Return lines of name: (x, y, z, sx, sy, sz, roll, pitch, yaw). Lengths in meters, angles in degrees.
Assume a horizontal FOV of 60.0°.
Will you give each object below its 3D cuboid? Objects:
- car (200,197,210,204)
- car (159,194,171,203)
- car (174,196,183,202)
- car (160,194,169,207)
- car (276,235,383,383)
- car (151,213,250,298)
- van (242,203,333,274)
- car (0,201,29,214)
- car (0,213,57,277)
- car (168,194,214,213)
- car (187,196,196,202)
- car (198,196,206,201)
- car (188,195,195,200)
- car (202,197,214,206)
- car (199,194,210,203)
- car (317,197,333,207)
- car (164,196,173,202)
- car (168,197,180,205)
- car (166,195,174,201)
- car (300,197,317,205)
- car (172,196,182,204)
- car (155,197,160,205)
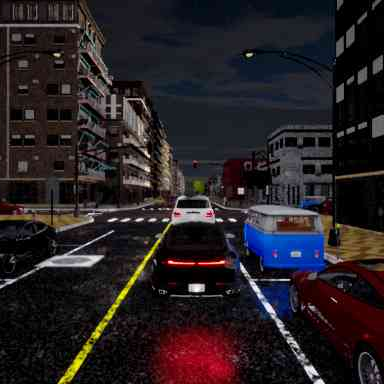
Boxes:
car: (2.577, 1.634, 66.173, 1.802, 1.307, 4.206, 0, 0, 0)
car: (-5.813, 1.376, 71.697, 2.192, 1.841, 5.009, 0, 0, 0)
car: (-3.138, 1.624, 78.180, 1.994, 1.385, 4.181, 0, 0, 0)
car: (-3.187, 1.383, 50.165, 2.097, 1.767, 4.553, 0, 0, 0)
car: (2.652, 1.582, 4.619, 1.802, 1.307, 4.206, 0, 0, 0)
car: (0.083, 1.506, 8.491, 1.837, 1.490, 4.892, 0, 0, 0)
van: (2.643, 1.343, 10.308, 1.690, 1.788, 3.998, 0, 0, 0)
car: (-17.520, 1.535, 31.084, 4.206, 1.307, 1.802, 0, 0, 0)
car: (-5.705, 1.567, 10.319, 1.947, 1.339, 4.313, 0, 0, 0)
car: (0.057, 1.225, 18.491, 2.150, 2.045, 5.566, 0, 0, 0)
car: (-0.143, 1.618, 81.479, 2.033, 1.411, 5.357, 0, 0, 0)
car: (2.538, 1.643, 88.329, 2.008, 1.369, 4.403, 0, 0, 0)
car: (-0.160, 1.584, 91.929, 1.895, 1.301, 4.718, 0, 0, 0)
car: (2.596, 1.562, 55.265, 1.752, 1.417, 4.829, 0, 0, 0)
car: (2.568, 1.376, 71.712, 2.192, 1.841, 5.009, 0, 0, 0)
car: (14.868, 1.359, 31.221, 5.009, 1.841, 2.192, 0, 0, 0)
car: (-5.833, 1.632, 82.775, 2.008, 1.369, 4.403, 0, 0, 0)
car: (-3.179, 1.643, 59.108, 1.895, 1.301, 4.718, 0, 0, 0)
car: (-5.842, 1.617, 88.144, 1.752, 1.417, 4.829, 0, 0, 0)
car: (15.082, 1.620, 36.973, 5.357, 1.411, 2.033, 0, 0, 2)
car: (-3.134, 1.581, 68.164, 1.812, 1.442, 4.674, 0, 0, 0)
car: (-5.794, 1.569, 60.448, 1.752, 1.417, 4.829, 0, 0, 0)
